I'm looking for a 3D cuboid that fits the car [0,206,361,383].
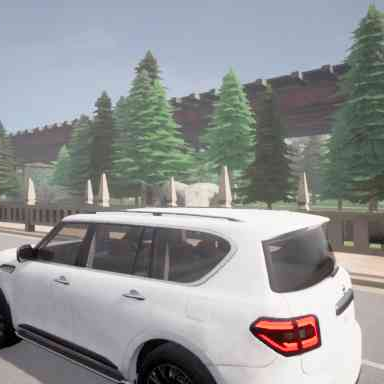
[{"bbox_3d":[-0.790,1.221,4.574,5.566,2.045,2.150,0,0,36],"label":"car"}]
